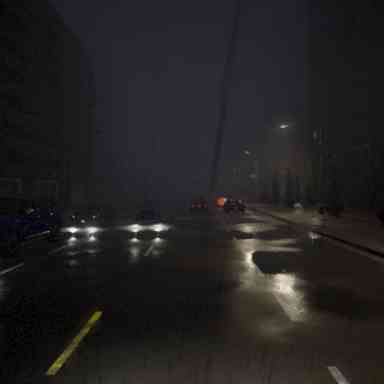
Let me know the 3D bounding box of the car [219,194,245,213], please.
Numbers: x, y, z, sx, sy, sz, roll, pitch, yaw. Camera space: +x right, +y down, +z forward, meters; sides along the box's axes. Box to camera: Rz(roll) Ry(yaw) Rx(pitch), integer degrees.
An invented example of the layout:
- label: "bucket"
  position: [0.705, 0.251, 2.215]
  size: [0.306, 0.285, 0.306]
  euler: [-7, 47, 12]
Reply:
- label: "car"
  position: [4.235, 1.310, 33.800]
  size: [2.128, 1.511, 4.902]
  euler: [0, 0, 1]

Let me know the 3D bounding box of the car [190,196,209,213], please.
- label: "car"
  position: [0.729, 1.366, 33.460]
  size: [2.033, 1.411, 5.357]
  euler: [0, 0, 1]

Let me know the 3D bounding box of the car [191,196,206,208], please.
- label: "car"
  position: [0.915, 1.301, 45.496]
  size: [2.033, 1.411, 5.357]
  euler: [0, 0, 2]

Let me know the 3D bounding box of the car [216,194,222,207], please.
- label: "car"
  position: [4.453, 1.100, 46.651]
  size: [2.097, 1.767, 4.553]
  euler: [0, 0, 2]

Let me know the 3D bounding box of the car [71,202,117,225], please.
- label: "car"
  position: [-6.693, 1.420, 23.264]
  size: [2.033, 1.411, 5.357]
  euler: [0, 0, 1]

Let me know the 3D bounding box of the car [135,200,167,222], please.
- label: "car"
  position: [-3.049, 1.384, 25.502]
  size: [1.882, 1.535, 5.008]
  euler: [0, 0, 1]

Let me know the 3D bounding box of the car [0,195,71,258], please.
- label: "car"
  position: [-6.925, 1.151, 12.800]
  size: [2.150, 2.045, 5.566]
  euler: [0, 0, 1]
